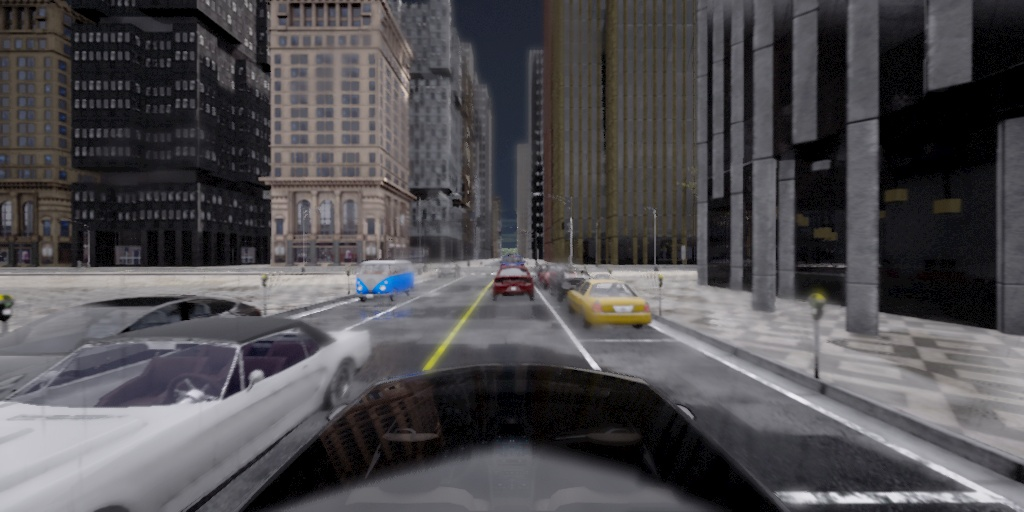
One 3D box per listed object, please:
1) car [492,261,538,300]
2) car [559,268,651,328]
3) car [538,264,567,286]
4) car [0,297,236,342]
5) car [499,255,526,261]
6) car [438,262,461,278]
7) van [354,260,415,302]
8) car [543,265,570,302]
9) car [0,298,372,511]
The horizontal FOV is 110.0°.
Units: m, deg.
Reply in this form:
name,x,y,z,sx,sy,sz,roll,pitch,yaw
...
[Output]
name,x,y,z,sx,sy,sz,roll,pitch,yaw
car,0.073,1.219,17.709,1.882,1.535,5.008,0,0,0
car,2.754,1.269,11.183,1.751,1.417,4.829,0,0,0
car,2.740,1.176,22.295,1.967,1.591,4.097,0,0,0
car,-5.764,1.319,5.360,1.948,1.339,4.313,0,0,0
car,0.040,0.952,31.558,2.150,2.045,5.566,0,0,0
car,-5.800,1.285,33.565,2.007,1.370,4.403,0,0,0
van,-5.778,1.088,16.642,1.690,1.789,3.998,0,0,0
car,2.747,1.291,16.653,2.007,1.370,4.403,0,0,0
car,-3.098,1.353,3.308,1.895,1.301,4.718,0,0,0
